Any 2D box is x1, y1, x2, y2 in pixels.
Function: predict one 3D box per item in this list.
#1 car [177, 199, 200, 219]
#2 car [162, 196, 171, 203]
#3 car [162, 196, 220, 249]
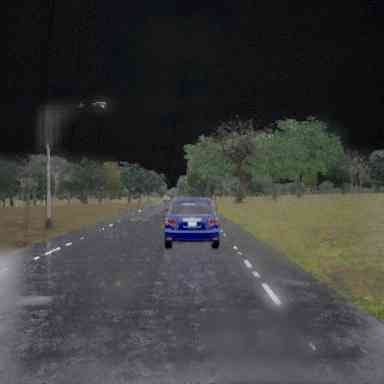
[{"bbox_3d":[-0.360,1.423,29.719,1.882,1.535,5.008,0,0,-2],"label":"car"},{"bbox_3d":[-5.830,1.647,76.649,1.837,1.490,4.892,0,-1,-2],"label":"car"},{"bbox_3d":[-0.016,1.243,14.698,2.150,2.045,5.566,0,0,0],"label":"car"}]
